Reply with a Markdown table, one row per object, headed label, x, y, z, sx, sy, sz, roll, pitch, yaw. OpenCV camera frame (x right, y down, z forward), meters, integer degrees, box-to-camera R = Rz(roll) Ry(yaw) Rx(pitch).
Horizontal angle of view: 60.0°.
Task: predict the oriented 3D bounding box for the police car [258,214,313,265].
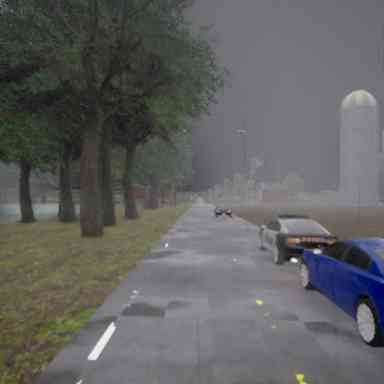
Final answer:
| label | x | y | z | sx | sy | sz | roll | pitch | yaw |
| --- | --- | --- | --- | --- | --- | --- | --- | --- | --- |
| police car | 3.772 | 1.649 | 12.658 | 1.930 | 1.638 | 5.238 | 1 | -1 | 1 |

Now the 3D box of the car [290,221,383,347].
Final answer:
| label | x | y | z | sx | sy | sz | roll | pitch | yaw |
| --- | --- | --- | --- | --- | --- | --- | --- | --- | --- |
| car | 3.641 | 1.625 | 6.549 | 1.882 | 1.535 | 5.008 | 1 | -1 | 1 |

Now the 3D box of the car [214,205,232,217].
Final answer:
| label | x | y | z | sx | sy | sz | roll | pitch | yaw |
| --- | --- | --- | --- | --- | --- | --- | --- | --- | --- |
| car | 3.558 | 2.204 | 38.785 | 1.895 | 1.301 | 4.718 | 1 | -1 | 2 |
